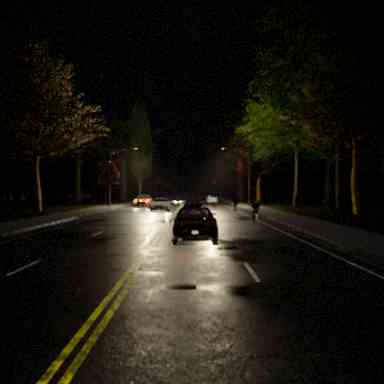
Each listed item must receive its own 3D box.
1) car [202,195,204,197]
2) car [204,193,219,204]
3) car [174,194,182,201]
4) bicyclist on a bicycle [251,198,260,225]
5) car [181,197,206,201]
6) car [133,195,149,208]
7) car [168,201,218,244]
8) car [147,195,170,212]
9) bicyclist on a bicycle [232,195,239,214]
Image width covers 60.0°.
[{"bbox_3d":[3.365,1.088,73.676,2.097,1.767,4.553,0,0,0],"label":"car"},{"bbox_3d":[3.439,1.285,56.734,1.812,1.442,4.674,0,0,0],"label":"car"},{"bbox_3d":[-3.132,1.177,75.846,2.128,1.511,4.902,0,0,0],"label":"car"},{"bbox_3d":[4.174,1.250,21.974,0.659,1.776,1.843,0,0,0],"label":"bicyclist on a bicycle"},{"bbox_3d":[0.150,1.429,33.396,1.895,1.301,4.718,0,0,0],"label":"car"},{"bbox_3d":[-6.513,1.140,44.474,2.097,1.767,4.553,0,0,0],"label":"car"},{"bbox_3d":[0.122,1.391,15.303,1.882,1.535,5.008,0,0,0],"label":"car"},{"bbox_3d":[-3.290,1.346,35.293,1.812,1.442,4.674,0,0,0],"label":"car"},{"bbox_3d":[4.191,1.205,32.090,0.659,1.776,1.843,0,0,0],"label":"bicyclist on a bicycle"}]
